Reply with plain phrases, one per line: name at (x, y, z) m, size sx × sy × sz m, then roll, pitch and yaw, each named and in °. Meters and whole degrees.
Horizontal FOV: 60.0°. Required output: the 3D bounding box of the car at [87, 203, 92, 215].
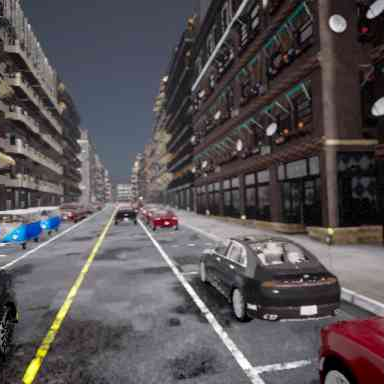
car at (-13.171, 2.177, 38.131) m, size 2.192 × 1.841 × 5.009 m, roll 0°, pitch -1°, yaw -12°

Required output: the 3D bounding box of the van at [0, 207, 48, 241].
van at (-8.650, 1.785, 16.479) m, size 1.690 × 1.788 × 3.998 m, roll 0°, pitch -1°, yaw -12°

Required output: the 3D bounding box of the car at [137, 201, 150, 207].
car at (-4.310, 2.001, 34.273) m, size 1.967 × 1.590 × 4.097 m, roll 0°, pitch -1°, yaw -12°

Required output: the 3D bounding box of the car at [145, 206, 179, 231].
car at (-2.057, 1.897, 23.443) m, size 1.887 × 1.381 × 4.507 m, roll 0°, pitch -1°, yaw -12°

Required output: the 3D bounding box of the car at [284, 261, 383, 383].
car at (2.464, 1.500, 1.790) m, size 1.887 × 1.381 × 4.507 m, roll 0°, pitch -1°, yaw -12°

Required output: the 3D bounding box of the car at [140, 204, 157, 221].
car at (-3.187, 2.001, 28.855) m, size 1.887 × 1.381 × 4.507 m, roll 0°, pitch -1°, yaw -12°

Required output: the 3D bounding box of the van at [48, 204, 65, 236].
van at (-9.781, 1.887, 21.893) m, size 1.690 × 1.788 × 3.998 m, roll 0°, pitch -1°, yaw -12°

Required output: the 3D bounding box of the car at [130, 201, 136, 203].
car at (-8.453, 2.259, 41.874) m, size 1.882 × 1.535 × 5.008 m, roll -1°, pitch -1°, yaw -12°

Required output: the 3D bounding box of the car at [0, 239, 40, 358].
car at (-3.294, 1.624, 3.307) m, size 2.128 × 1.511 × 4.902 m, roll -1°, pitch -1°, yaw -12°

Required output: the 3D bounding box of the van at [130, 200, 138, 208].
van at (-14.524, 2.925, 82.987) m, size 1.690 × 1.788 × 3.998 m, roll 0°, pitch -1°, yaw -12°

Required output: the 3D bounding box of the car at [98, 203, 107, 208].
car at (-23.341, 3.483, 86.842) m, size 1.802 × 1.307 × 4.206 m, roll 0°, pitch -1°, yaw -12°

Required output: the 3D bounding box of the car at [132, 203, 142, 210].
car at (-11.131, 2.808, 66.742) m, size 1.802 × 1.307 × 4.206 m, roll 0°, pitch -1°, yaw -12°

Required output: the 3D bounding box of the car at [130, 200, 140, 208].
car at (-13.394, 2.778, 77.574) m, size 2.192 × 1.841 × 5.009 m, roll 0°, pitch -1°, yaw -12°

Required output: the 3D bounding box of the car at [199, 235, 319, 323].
car at (1.334, 1.603, 7.204) m, size 2.008 × 1.369 × 4.403 m, roll 0°, pitch -1°, yaw -12°

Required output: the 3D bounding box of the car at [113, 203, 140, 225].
car at (-5.858, 2.042, 29.464) m, size 1.837 × 1.490 × 4.892 m, roll -1°, pitch -1°, yaw -12°

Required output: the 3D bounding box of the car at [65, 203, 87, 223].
car at (-12.041, 2.071, 32.719) m, size 2.192 × 1.841 × 5.009 m, roll 0°, pitch -1°, yaw -12°

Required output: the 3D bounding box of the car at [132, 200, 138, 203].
car at (-6.612, 2.091, 45.093) m, size 2.192 × 1.841 × 5.009 m, roll 0°, pitch -1°, yaw -12°

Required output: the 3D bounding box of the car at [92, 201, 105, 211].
car at (-18.822, 2.734, 65.194) m, size 2.192 × 1.841 × 5.009 m, roll 0°, pitch -1°, yaw -12°

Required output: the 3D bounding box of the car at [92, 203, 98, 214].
car at (-15.431, 2.645, 48.954) m, size 1.947 × 1.339 × 4.313 m, roll 0°, pitch -1°, yaw -12°
